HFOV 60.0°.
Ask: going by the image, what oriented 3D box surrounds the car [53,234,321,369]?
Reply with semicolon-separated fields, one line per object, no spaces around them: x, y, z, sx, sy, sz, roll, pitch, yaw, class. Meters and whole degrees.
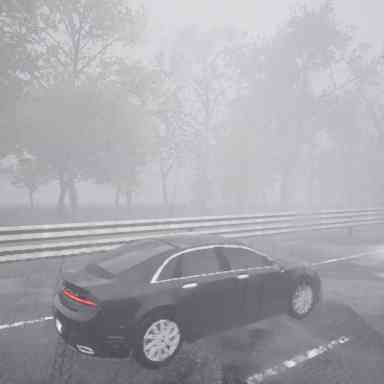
0.239;1.508;5.766;4.892;1.490;1.837;0;0;-35;car
